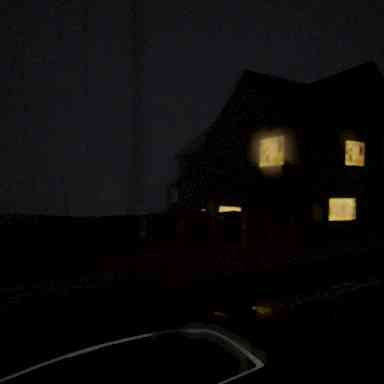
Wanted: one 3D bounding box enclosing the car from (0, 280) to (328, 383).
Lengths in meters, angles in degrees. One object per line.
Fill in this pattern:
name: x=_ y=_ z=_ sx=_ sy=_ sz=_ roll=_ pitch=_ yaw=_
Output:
car: x=-1.150 y=1.500 z=2.094 sx=4.892 sy=1.490 sz=1.837 roll=1 pitch=0 yaw=-34
